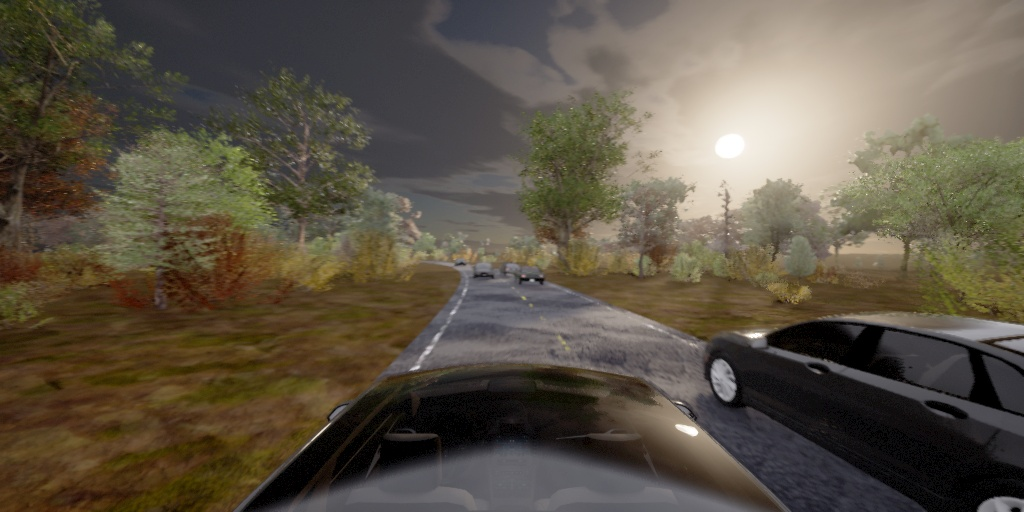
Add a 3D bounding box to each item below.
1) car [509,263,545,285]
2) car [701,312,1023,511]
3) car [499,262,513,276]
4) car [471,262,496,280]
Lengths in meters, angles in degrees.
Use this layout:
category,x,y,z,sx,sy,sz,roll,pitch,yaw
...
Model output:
category,x,y,z,sx,sy,sz,roll,pitch,yaw
car,1.184,1.432,27.241,1.895,1.301,4.718,1,0,-6
car,3.817,1.303,3.445,1.837,1.490,4.892,1,0,-2
car,-0.242,1.392,38.360,2.033,1.411,5.357,1,0,-9
car,-2.604,1.309,32.392,1.837,1.490,4.892,1,0,-8
